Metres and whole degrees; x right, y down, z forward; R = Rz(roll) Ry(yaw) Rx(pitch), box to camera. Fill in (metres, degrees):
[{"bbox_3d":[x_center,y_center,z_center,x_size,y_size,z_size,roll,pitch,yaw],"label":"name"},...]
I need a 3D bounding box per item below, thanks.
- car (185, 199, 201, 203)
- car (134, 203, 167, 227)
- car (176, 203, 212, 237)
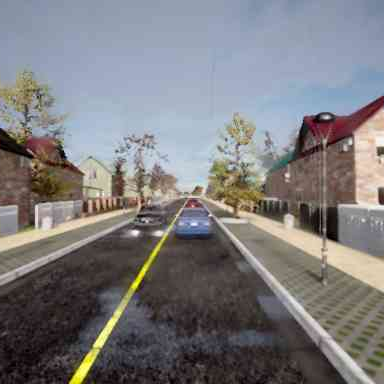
[{"bbox_3d":[0.102,1.563,42.646,1.812,1.442,4.674,0,0,0],"label":"car"},{"bbox_3d":[-2.749,1.577,22.741,1.837,1.490,4.892,0,0,0],"label":"car"},{"bbox_3d":[0.101,1.556,18.058,2.033,1.411,5.357,0,0,0],"label":"car"}]
